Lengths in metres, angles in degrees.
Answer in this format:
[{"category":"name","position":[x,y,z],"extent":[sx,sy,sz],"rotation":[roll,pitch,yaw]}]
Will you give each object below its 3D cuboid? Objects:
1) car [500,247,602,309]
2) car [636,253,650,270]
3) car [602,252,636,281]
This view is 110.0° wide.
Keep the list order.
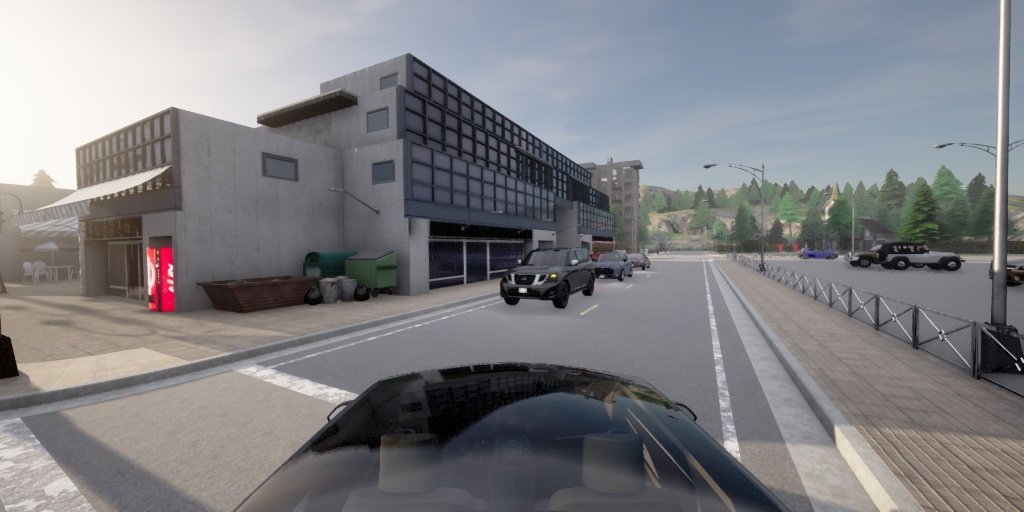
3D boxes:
[{"category":"car","position":[1.633,0.683,13.971],"extent":[2.150,2.045,5.566],"rotation":[0,1,28]},{"category":"car","position":[11.019,0.438,31.709],"extent":[1.812,1.442,4.674],"rotation":[0,2,28]},{"category":"car","position":[6.231,0.544,22.666],"extent":[2.097,1.767,4.553],"rotation":[0,2,28]}]
